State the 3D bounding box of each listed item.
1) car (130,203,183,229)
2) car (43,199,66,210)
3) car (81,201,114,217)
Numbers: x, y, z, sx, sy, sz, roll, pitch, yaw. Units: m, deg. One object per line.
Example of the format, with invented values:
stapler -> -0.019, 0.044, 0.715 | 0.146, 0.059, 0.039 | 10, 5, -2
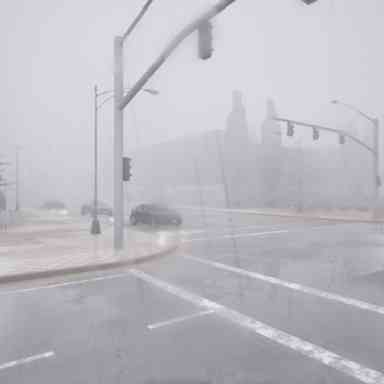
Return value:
car -> -2.476, 1.510, 22.004 | 1.837, 1.490, 4.892 | 0, 0, -36
car -> -18.197, 1.606, 44.002 | 1.895, 1.301, 4.718 | 0, 0, -35
car -> -8.945, 1.531, 31.068 | 1.812, 1.442, 4.674 | 0, 0, -36
